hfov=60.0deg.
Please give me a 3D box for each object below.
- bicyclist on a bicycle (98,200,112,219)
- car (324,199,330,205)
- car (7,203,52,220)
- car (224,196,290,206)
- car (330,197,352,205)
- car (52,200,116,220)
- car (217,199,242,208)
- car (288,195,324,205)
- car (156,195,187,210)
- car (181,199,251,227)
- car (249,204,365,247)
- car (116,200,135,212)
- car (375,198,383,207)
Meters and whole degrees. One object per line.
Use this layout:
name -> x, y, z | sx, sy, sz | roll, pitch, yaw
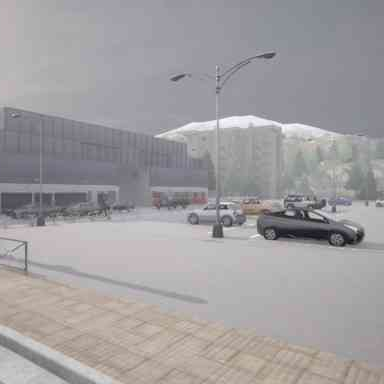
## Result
bicyclist on a bicycle -> -7.282, 1.477, 27.788 | 1.656, 1.620, 0.582 | 0, 0, 35
car -> 13.769, 1.289, 40.354 | 4.605, 1.855, 1.932 | 0, 0, 35
car -> -14.527, 1.740, 30.514 | 1.994, 1.385, 4.181 | 0, 0, 35
car -> 5.005, 1.345, 27.321 | 5.027, 1.636, 2.152 | 0, 0, 35
car -> 24.652, 1.565, 55.418 | 3.633, 1.501, 1.845 | 0, 0, 35
car -> -9.824, 1.668, 30.741 | 2.128, 1.511, 4.902 | 0, 0, 35
car -> 6.013, 1.777, 53.008 | 1.895, 1.301, 4.718 | 0, 0, 35
car -> 12.420, 1.269, 37.747 | 3.866, 1.878, 1.905 | 0, 0, 35
car -> -2.730, 1.398, 47.056 | 2.150, 2.045, 5.566 | 0, 0, 36
car -> 1.549, 1.424, 21.904 | 3.806, 1.475, 1.970 | 0, 0, 35
car -> 5.170, 1.490, 14.834 | 4.514, 1.523, 2.007 | 0, 0, 35
car -> -8.765, 1.668, 38.608 | 2.128, 1.511, 4.902 | 0, 0, 35
car -> 28.972, 1.576, 48.688 | 3.806, 1.475, 1.970 | 0, 0, 35
